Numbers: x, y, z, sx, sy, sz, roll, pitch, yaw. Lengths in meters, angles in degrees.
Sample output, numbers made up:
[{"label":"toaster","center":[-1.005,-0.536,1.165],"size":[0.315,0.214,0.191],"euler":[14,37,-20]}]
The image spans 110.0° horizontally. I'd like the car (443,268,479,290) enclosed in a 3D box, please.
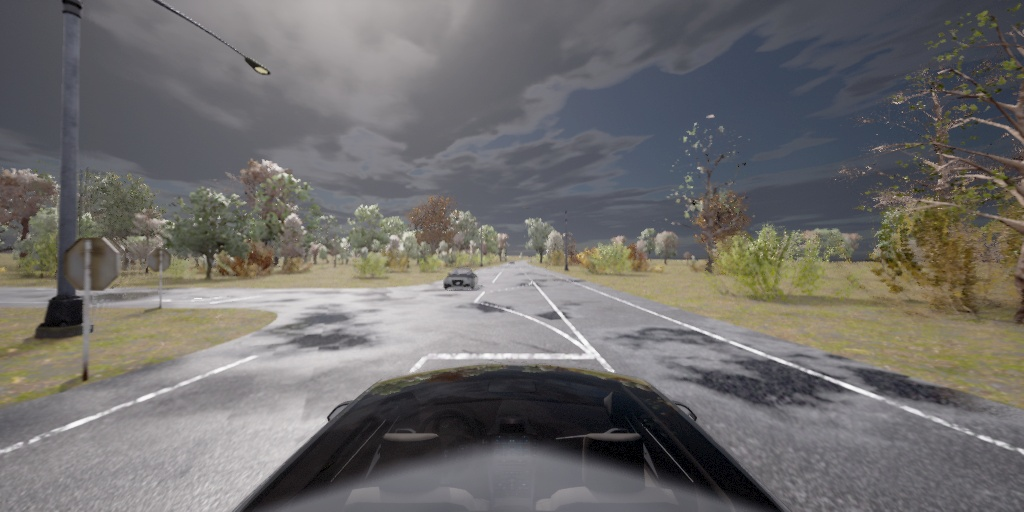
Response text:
[{"label":"car","center":[-3.432,1.554,24.718],"size":[1.994,1.385,4.181],"euler":[0,-1,0]}]
